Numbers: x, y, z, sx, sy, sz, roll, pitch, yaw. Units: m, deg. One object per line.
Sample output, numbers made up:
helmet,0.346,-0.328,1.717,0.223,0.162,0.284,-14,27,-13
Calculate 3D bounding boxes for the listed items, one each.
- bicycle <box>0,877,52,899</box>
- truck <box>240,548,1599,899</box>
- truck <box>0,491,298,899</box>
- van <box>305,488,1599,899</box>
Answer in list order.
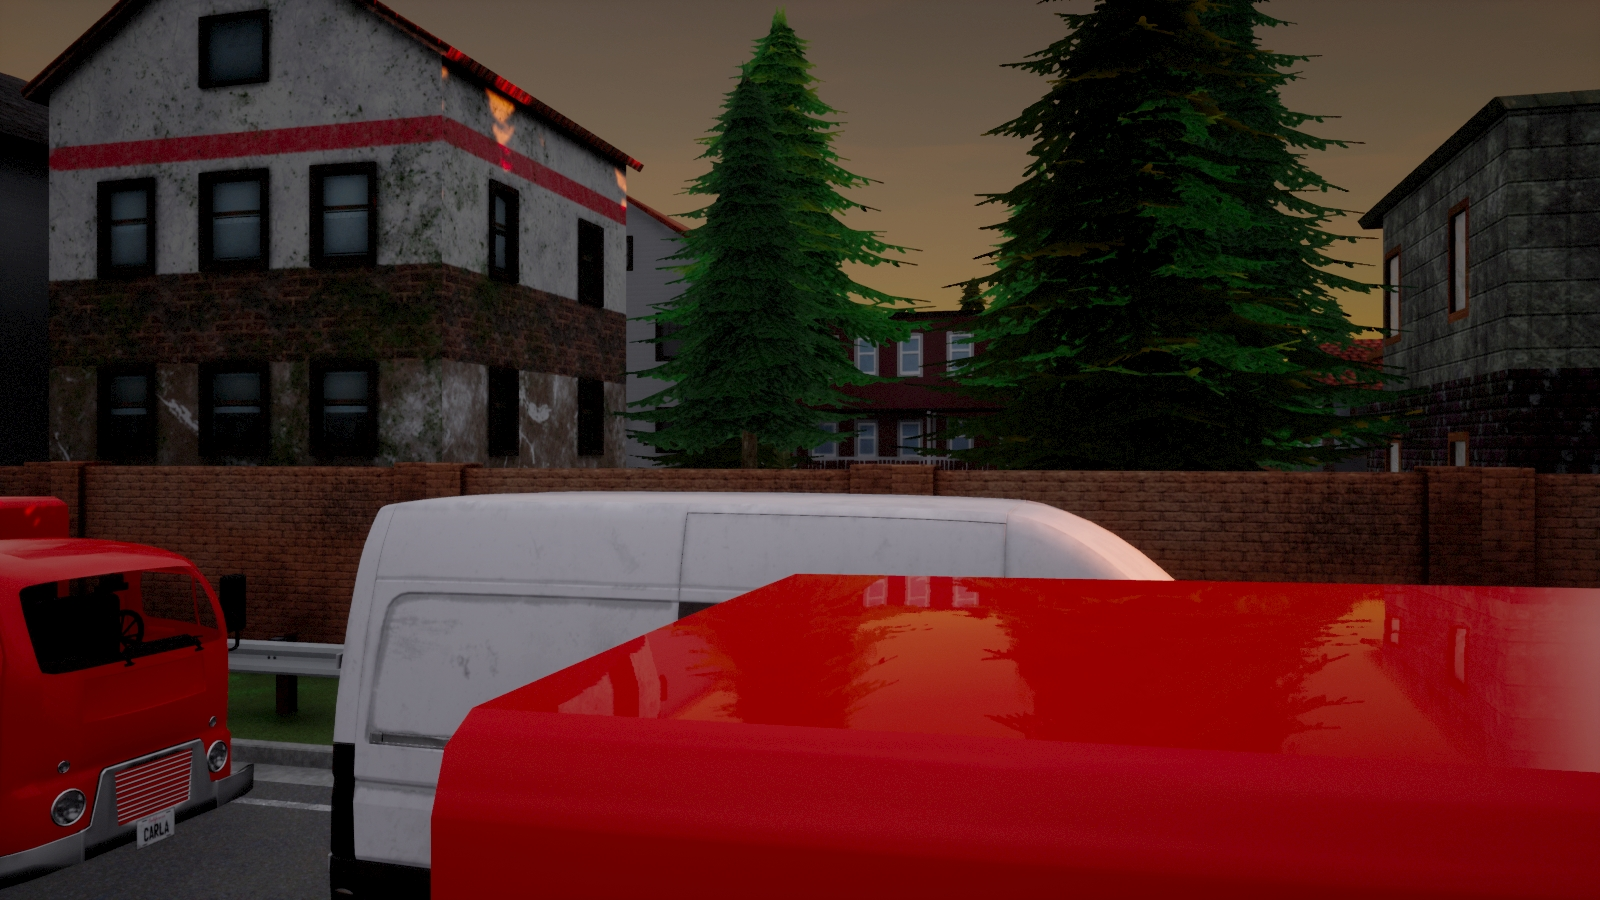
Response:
bicycle,-3.101,2.056,3.494,1.643,1.496,0.373,0,0,16
truck,2.192,1.568,1.959,5.204,2.467,2.627,0,0,15
truck,-6.587,1.568,7.895,5.204,2.467,2.627,0,0,15
van,0.608,1.535,6.000,5.915,2.561,1.988,0,0,15
